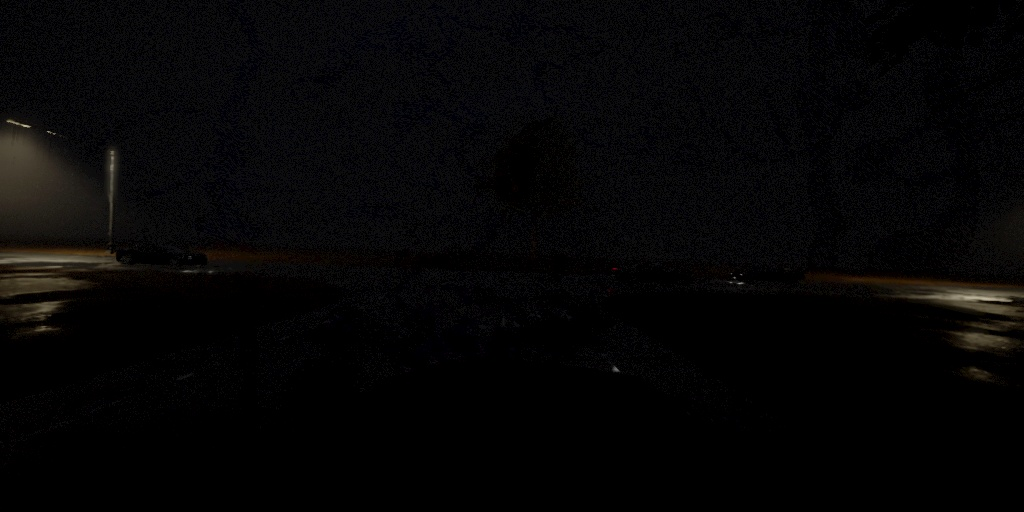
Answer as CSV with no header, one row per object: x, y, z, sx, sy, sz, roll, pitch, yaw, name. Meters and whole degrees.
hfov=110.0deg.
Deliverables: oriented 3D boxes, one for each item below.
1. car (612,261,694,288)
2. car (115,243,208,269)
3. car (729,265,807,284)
8.845,1.113,22.621,4.902,1.511,2.128,2,1,1,car
-22.616,-0.048,23.291,5.008,1.535,1.882,2,1,1,car
20.930,1.467,29.365,5.357,1.411,2.033,1,1,1,car
